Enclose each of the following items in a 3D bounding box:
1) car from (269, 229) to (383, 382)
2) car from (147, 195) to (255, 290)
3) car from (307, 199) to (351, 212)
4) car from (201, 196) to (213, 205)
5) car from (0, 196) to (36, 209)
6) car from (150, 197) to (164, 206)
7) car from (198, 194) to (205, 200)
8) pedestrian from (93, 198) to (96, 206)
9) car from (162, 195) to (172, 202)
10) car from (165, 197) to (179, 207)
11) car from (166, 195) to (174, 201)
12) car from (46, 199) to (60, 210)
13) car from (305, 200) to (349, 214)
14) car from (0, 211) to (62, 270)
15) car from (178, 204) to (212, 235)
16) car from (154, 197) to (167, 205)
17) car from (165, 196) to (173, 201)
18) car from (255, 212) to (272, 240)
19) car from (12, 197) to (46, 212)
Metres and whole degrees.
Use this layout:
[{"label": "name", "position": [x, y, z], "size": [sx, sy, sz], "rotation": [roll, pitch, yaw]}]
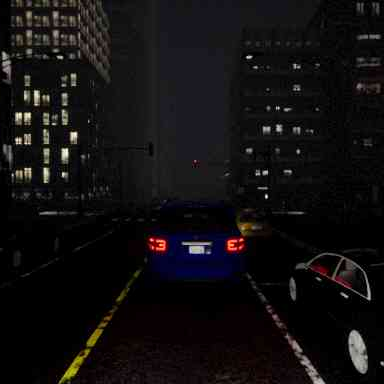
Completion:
[{"label": "car", "position": [2.804, 1.549, 5.265], "size": [2.008, 1.369, 4.403], "rotation": [-1, 0, 0]}, {"label": "car", "position": [0.092, 1.219, 9.177], "size": [2.150, 2.045, 5.566], "rotation": [0, 0, 0]}, {"label": "car", "position": [16.296, 1.622, 39.693], "size": [4.403, 1.369, 2.008], "rotation": [0, 0, 1]}, {"label": "car", "position": [2.652, 1.538, 60.164], "size": [2.008, 1.369, 4.403], "rotation": [-1, 0, 0]}, {"label": "car", "position": [-21.679, 1.274, 40.175], "size": [4.829, 1.417, 1.752], "rotation": [0, 0, 1]}, {"label": "car", "position": [-5.726, 1.514, 54.336], "size": [1.752, 1.417, 4.829], "rotation": [-1, 0, 0]}, {"label": "car", "position": [2.636, 1.424, 94.091], "size": [1.967, 1.590, 4.097], "rotation": [-1, 0, 0]}, {"label": "pedestrian", "position": [-12.567, 1.299, 43.026], "size": [0.500, 1.100, 0.500], "rotation": [0, 0, 1]}, {"label": "car", "position": [-5.735, 1.530, 77.123], "size": [1.887, 1.381, 4.507], "rotation": [-1, 0, 0]}, {"label": "car", "position": [-3.114, 1.552, 52.632], "size": [1.994, 1.385, 4.181], "rotation": [0, 0, 0]}, {"label": "car", "position": [-5.740, 1.529, 88.432], "size": [1.887, 1.381, 4.507], "rotation": [-1, 0, 0]}, {"label": "car", "position": [-17.831, 1.372, 37.566], "size": [5.357, 1.411, 2.033], "rotation": [1, 1, 1]}, {"label": "car", "position": [14.864, 1.667, 37.128], "size": [4.181, 1.385, 1.994], "rotation": [0, 1, 1]}, {"label": "car", "position": [-5.838, 1.542, 10.964], "size": [1.887, 1.381, 4.507], "rotation": [-1, 0, 0]}, {"label": "car", "position": [0.089, 1.520, 19.688], "size": [1.812, 1.442, 4.674], "rotation": [0, 0, -2]}, {"label": "car", "position": [-5.728, 1.553, 60.160], "size": [1.947, 1.339, 4.313], "rotation": [-1, 0, 0]}, {"label": "car", "position": [-5.737, 1.567, 82.778], "size": [1.802, 1.307, 4.206], "rotation": [-1, 0, 0]}, {"label": "car", "position": [2.799, 1.521, 16.724], "size": [1.752, 1.417, 4.829], "rotation": [-1, 0, 0]}, {"label": "car", "position": [-17.831, 1.442, 34.363], "size": [4.181, 1.385, 1.994], "rotation": [0, 1, 1]}]
